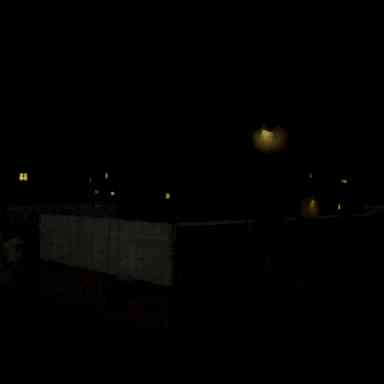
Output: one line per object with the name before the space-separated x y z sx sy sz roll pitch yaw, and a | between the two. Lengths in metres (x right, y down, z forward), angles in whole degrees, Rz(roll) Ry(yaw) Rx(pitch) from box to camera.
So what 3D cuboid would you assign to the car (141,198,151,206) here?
car | -5.329 1.559 46.882 5.357 1.411 2.033 1 2 -42
